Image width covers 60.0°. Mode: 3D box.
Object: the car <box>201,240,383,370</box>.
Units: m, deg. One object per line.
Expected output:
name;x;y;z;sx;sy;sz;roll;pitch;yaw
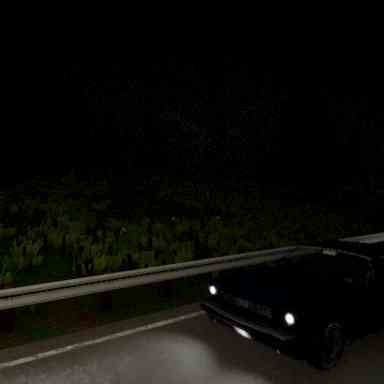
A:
car;2.480;1.601;5.821;4.718;1.301;1.895;0;0;-36
